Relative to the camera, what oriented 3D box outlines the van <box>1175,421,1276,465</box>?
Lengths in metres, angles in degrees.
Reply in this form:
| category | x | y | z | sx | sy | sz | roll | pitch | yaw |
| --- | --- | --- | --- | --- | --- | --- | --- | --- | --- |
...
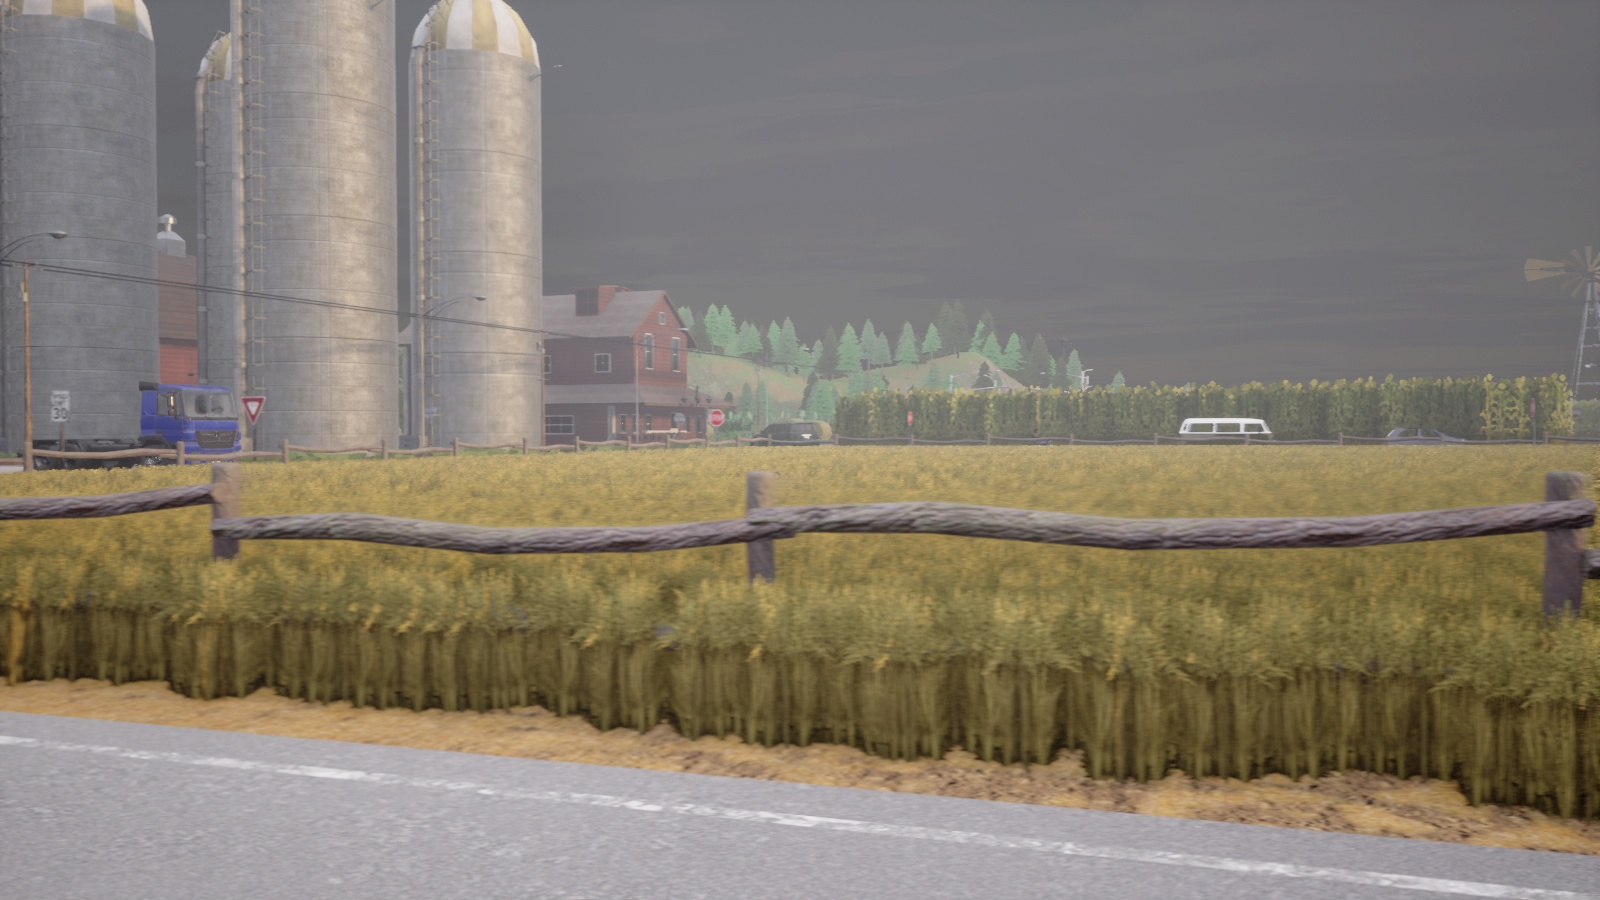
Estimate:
| category | x | y | z | sx | sy | sz | roll | pitch | yaw |
| --- | --- | --- | --- | --- | --- | --- | --- | --- | --- |
| van | 20.504 | -0.365 | 60.504 | 4.480 | 2.038 | 2.069 | 0 | 1 | 22 |

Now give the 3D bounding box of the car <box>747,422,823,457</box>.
| category | x | y | z | sx | sy | sz | roll | pitch | yaw |
| --- | --- | --- | --- | --- | --- | --- | --- | --- | --- |
| car | -0.932 | -0.656 | 74.754 | 2.150 | 2.045 | 5.566 | -1 | 1 | -29 |

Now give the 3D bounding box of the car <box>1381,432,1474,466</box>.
| category | x | y | z | sx | sy | sz | roll | pitch | yaw |
| --- | --- | --- | --- | --- | --- | --- | --- | --- | --- |
| car | 28.546 | -0.045 | 57.259 | 3.633 | 1.501 | 1.845 | 0 | 1 | 22 |

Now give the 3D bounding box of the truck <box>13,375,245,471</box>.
| category | x | y | z | sx | sy | sz | roll | pitch | yaw |
| --- | --- | --- | --- | --- | --- | --- | --- | --- | --- |
| truck | -25.528 | -1.018 | 47.841 | 7.936 | 3.462 | 2.891 | 0 | 1 | 15 |
